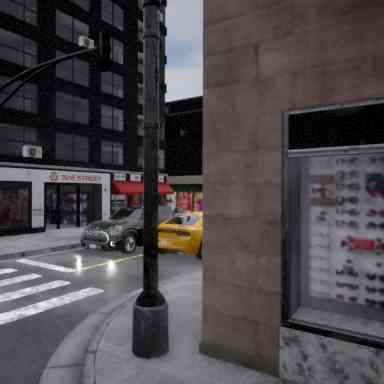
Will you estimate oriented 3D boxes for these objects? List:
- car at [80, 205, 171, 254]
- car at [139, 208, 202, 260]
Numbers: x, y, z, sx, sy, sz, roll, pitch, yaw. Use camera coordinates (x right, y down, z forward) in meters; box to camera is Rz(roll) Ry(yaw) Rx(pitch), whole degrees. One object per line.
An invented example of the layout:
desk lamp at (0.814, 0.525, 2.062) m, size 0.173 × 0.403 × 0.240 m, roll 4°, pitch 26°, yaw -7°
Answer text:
car at (-2.323, 1.365, 13.798) m, size 2.097 × 1.767 × 4.553 m, roll 0°, pitch 0°, yaw 33°
car at (0.463, 1.500, 12.849) m, size 1.882 × 1.535 × 5.008 m, roll 0°, pitch 0°, yaw 33°
